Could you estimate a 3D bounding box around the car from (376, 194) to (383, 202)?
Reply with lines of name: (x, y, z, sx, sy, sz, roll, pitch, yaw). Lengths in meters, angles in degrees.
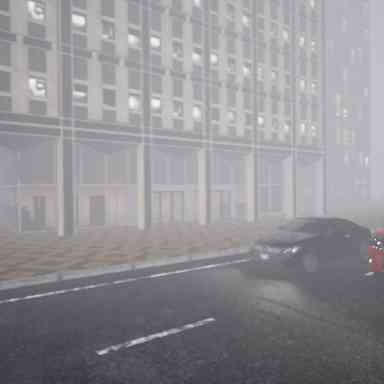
car: (35.963, 1.037, 59.816, 1.887, 1.381, 4.507, -1, 1, -34)

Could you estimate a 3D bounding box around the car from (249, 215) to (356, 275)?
car: (3.870, 1.485, 10.434, 4.674, 1.442, 1.812, 0, 0, -35)

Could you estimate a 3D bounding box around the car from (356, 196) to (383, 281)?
car: (6.776, 1.176, 8.514, 5.566, 2.045, 2.150, 0, 0, -35)
